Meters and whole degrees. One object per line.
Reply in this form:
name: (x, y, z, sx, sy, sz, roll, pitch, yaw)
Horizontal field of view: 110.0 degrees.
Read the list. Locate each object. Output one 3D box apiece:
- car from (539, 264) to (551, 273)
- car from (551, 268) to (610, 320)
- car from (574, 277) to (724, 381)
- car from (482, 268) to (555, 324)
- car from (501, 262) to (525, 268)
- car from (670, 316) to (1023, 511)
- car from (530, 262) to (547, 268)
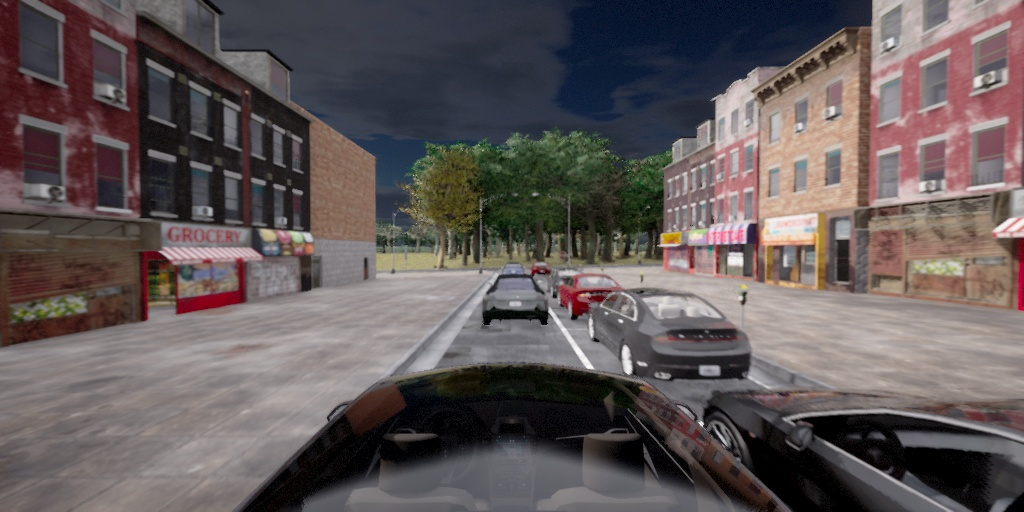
car: (2.643, 1.245, 17.770, 2.007, 1.370, 4.403, 0, 0, 0)
car: (2.641, 1.257, 12.364, 1.888, 1.381, 4.507, 0, 0, 0)
car: (2.639, 1.281, 6.958, 2.007, 1.370, 4.403, 0, 0, 0)
car: (0.101, 1.278, 11.868, 1.994, 1.385, 4.181, 0, 0, 0)
car: (0.111, 1.210, 29.305, 2.033, 1.411, 5.357, 0, 0, 0)
car: (2.636, 1.316, 1.552, 1.948, 1.339, 4.313, 0, 0, 0)
car: (2.649, 1.195, 33.990, 1.888, 1.381, 4.507, 0, 0, 0)
